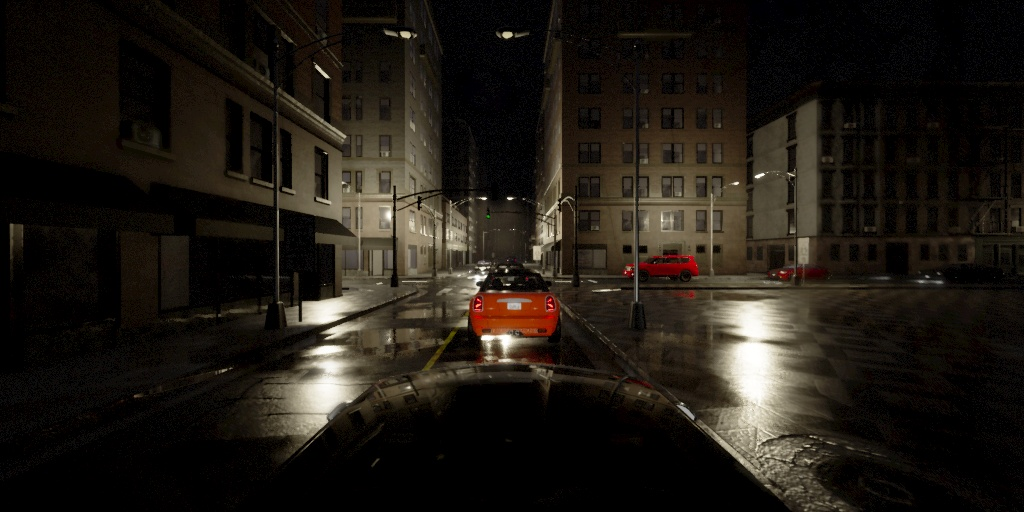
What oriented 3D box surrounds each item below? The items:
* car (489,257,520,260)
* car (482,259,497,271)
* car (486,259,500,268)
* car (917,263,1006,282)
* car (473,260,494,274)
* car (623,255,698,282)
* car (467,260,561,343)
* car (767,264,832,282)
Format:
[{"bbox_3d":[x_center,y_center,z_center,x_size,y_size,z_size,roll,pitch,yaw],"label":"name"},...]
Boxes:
[{"bbox_3d":[-0.169,1.101,18.787,2.097,1.767,4.553,0,0,-3],"label":"car"},{"bbox_3d":[-3.199,1.251,51.429,1.837,1.490,4.892,0,0,0],"label":"car"},{"bbox_3d":[-3.223,1.293,61.700,2.033,1.411,5.357,0,0,0],"label":"car"},{"bbox_3d":[35.961,1.303,28.734,5.357,1.411,2.033,0,0,0],"label":"car"},{"bbox_3d":[-3.190,1.238,41.181,2.128,1.511,4.902,0,0,0],"label":"car"},{"bbox_3d":[11.794,0.973,28.525,5.566,2.045,2.150,0,0,0],"label":"car"},{"bbox_3d":[0.055,1.102,9.864,2.097,1.767,4.553,0,0,0],"label":"car"},{"bbox_3d":[22.881,1.319,28.619,4.181,1.385,1.994,0,0,0],"label":"car"}]
